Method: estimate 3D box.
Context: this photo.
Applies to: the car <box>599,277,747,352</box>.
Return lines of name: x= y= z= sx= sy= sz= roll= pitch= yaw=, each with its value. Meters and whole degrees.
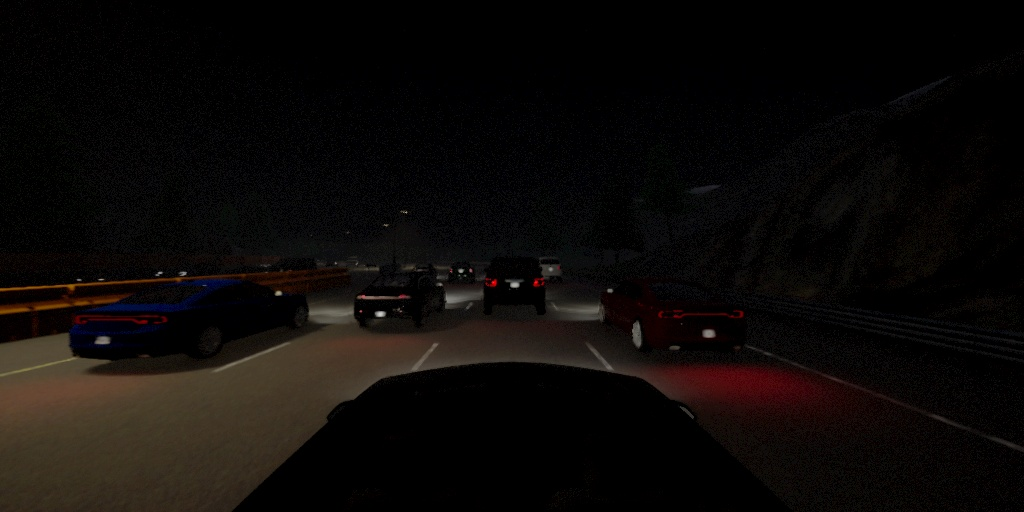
car: x=3.577 y=1.252 z=8.979 sx=1.882 sy=1.535 sz=5.008 roll=0 pitch=0 yaw=0

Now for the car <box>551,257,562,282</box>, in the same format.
car: x=2.831 y=1.107 z=30.967 sx=2.150 sy=2.045 sz=5.566 roll=0 pitch=0 yaw=-5

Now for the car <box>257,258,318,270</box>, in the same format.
car: x=-18.394 y=1.172 z=30.093 sx=2.150 sy=2.045 sz=5.566 roll=0 pitch=-1 yaw=-5

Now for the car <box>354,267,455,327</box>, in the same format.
car: x=-3.426 y=1.303 z=11.735 sx=2.128 sy=1.511 sz=4.902 roll=0 pitch=0 yaw=0

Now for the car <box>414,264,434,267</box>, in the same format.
car: x=-7.870 y=1.417 z=32.329 sx=2.128 sy=1.511 sz=4.902 roll=0 pitch=0 yaw=-6

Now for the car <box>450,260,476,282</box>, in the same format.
car: x=-4.199 y=1.255 z=30.440 sx=2.097 sy=1.767 sz=4.553 roll=0 pitch=0 yaw=-5

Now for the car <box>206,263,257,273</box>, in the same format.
car: x=-21.855 y=1.446 z=29.302 sx=2.128 sy=1.511 sz=4.902 roll=0 pitch=0 yaw=-5

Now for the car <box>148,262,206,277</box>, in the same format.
car: x=-25.275 y=1.312 z=28.239 sx=2.097 sy=1.767 sz=4.553 roll=0 pitch=0 yaw=-5

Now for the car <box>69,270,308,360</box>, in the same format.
car: x=-6.924 y=1.283 z=8.552 sx=1.882 sy=1.535 sz=5.008 roll=0 pitch=0 yaw=0

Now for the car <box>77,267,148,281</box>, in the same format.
car: x=-28.606 y=1.510 z=26.662 sx=2.033 sy=1.411 sz=5.357 roll=0 pitch=0 yaw=-4

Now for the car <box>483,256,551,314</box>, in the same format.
car: x=0.058 y=1.034 z=14.279 sx=2.150 sy=2.045 sz=5.566 roll=0 pitch=0 yaw=-1
